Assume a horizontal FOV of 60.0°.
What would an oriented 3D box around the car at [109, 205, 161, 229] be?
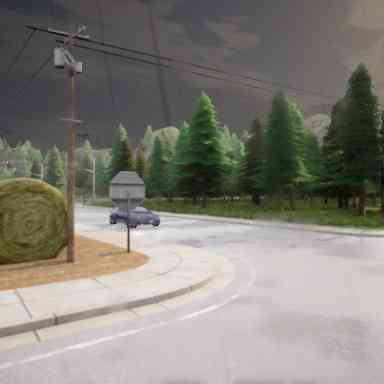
[{"bbox_3d":[-3.921,1.554,22.081,1.812,1.442,4.674,0,0,-38],"label":"car"}]
